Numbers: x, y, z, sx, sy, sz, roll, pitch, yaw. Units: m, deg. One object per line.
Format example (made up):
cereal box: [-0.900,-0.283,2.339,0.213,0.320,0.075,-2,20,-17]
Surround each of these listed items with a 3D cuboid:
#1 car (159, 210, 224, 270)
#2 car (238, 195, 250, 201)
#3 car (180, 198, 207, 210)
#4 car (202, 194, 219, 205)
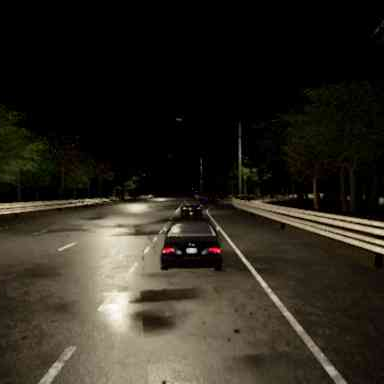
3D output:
car: [-0.015,1.563,11.072,2.033,1.411,5.357,0,0,0]
car: [12.725,1.550,81.065,1.812,1.442,4.674,0,0,35]
car: [-0.050,1.534,29.325,2.128,1.511,4.902,0,0,0]
car: [3.238,1.288,59.466,2.150,2.045,5.566,-1,0,16]
